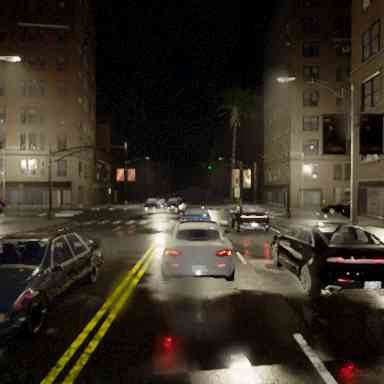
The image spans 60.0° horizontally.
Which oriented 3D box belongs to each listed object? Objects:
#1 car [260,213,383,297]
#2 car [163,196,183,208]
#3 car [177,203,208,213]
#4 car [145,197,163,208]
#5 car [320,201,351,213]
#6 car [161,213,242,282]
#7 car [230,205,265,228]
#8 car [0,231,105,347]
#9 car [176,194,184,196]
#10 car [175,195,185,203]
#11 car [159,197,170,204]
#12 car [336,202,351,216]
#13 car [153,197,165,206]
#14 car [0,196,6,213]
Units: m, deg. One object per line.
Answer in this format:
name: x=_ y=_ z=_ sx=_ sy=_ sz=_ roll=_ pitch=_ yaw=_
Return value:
car: x=3.393 y=1.519 z=8.608 sx=2.128 sy=1.511 sz=4.902 roll=0 pitch=0 yaw=1
car: x=-2.967 y=1.707 z=52.637 sx=2.033 sy=1.411 sz=5.357 roll=0 pitch=0 yaw=0
car: x=0.242 y=1.609 z=20.210 sx=2.033 sy=1.411 sz=5.357 roll=0 pitch=0 yaw=1
car: x=-6.217 y=1.707 z=52.662 sx=2.033 sy=1.411 sz=5.357 roll=0 pitch=0 yaw=1
car: x=17.001 y=1.713 z=37.377 sx=5.008 sy=1.535 sz=1.882 roll=0 pitch=1 yaw=1
car: x=0.170 y=1.555 z=9.734 sx=1.812 sy=1.442 sz=4.674 roll=0 pitch=0 yaw=1
car: x=3.428 y=1.553 z=20.316 sx=2.128 sy=1.511 sz=4.902 roll=0 pitch=0 yaw=1
car: x=-3.302 y=1.568 z=6.896 sx=2.033 sy=1.411 sz=5.357 roll=0 pitch=0 yaw=0
car: x=-2.726 y=1.437 z=73.005 sx=2.150 sy=2.045 sz=5.566 roll=0 pitch=0 yaw=0
car: x=-2.850 y=1.789 z=62.400 sx=1.895 sy=1.301 sz=4.718 roll=0 pitch=0 yaw=0
car: x=-5.983 y=1.762 z=71.985 sx=1.994 sy=1.385 sz=4.181 roll=0 pitch=0 yaw=0
car: x=16.438 y=1.864 z=31.433 sx=4.313 sy=1.339 sz=1.947 roll=0 pitch=0 yaw=1
car: x=-6.114 y=1.712 z=62.074 sx=1.812 sy=1.442 sz=4.674 roll=0 pitch=0 yaw=1
car: x=-20.701 y=1.445 z=31.805 sx=5.008 sy=1.535 sz=1.882 roll=0 pitch=1 yaw=-8
